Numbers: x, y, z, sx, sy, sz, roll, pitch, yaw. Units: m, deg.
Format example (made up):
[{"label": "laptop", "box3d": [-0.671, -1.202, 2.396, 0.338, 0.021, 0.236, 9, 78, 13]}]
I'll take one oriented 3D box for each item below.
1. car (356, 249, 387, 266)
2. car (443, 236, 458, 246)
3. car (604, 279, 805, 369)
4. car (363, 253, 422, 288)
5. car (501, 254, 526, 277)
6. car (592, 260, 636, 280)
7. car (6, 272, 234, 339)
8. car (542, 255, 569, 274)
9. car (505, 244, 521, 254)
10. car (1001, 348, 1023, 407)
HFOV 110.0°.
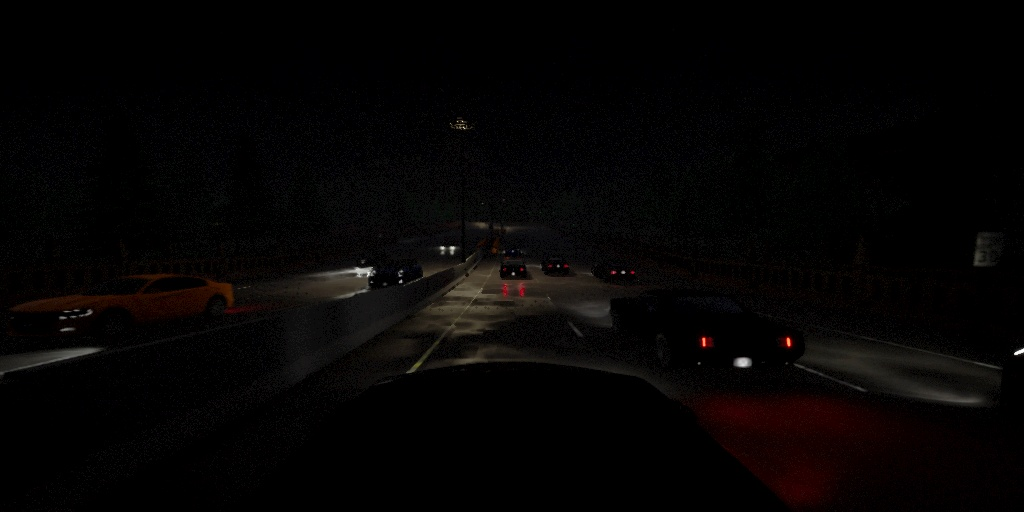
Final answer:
[{"label": "car", "box3d": [-14.087, 0.105, 36.330, 2.128, 1.511, 4.902, 0, 5, 0]}, {"label": "car", "box3d": [-10.417, -2.583, 60.519, 1.882, 1.535, 5.008, 0, 6, 0]}, {"label": "car", "box3d": [3.599, 1.372, 7.807, 1.895, 1.301, 4.718, 0, 0, 0]}, {"label": "car", "box3d": [-7.097, 0.919, 22.269, 2.097, 1.767, 4.553, 0, 2, 0]}, {"label": "car", "box3d": [0.099, 0.867, 28.085, 1.895, 1.301, 4.718, 0, 4, 0]}, {"label": "car", "box3d": [7.099, 0.973, 25.362, 2.033, 1.411, 5.357, 0, 3, 0]}, {"label": "car", "box3d": [-10.600, 1.262, 10.340, 1.882, 1.535, 5.008, 0, 0, 0]}, {"label": "car", "box3d": [3.599, 0.658, 30.404, 2.033, 1.411, 5.357, 0, 4, 0]}, {"label": "car", "box3d": [0.115, -0.829, 45.643, 1.994, 1.385, 4.181, 0, 6, 0]}, {"label": "car", "box3d": [7.099, 1.105, 2.479, 2.097, 1.767, 4.553, 0, 0, 0]}]
